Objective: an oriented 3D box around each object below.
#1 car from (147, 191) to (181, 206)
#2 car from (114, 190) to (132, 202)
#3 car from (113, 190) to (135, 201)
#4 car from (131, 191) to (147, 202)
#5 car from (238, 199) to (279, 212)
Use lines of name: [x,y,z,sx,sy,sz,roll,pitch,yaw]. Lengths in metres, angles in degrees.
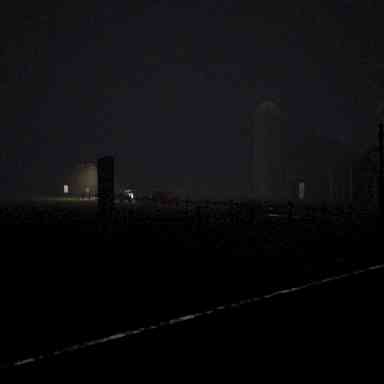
car: [-3.761,0.844,47.509,2.150,2.045,5.566,-1,1,-36]
car: [-12.920,0.745,60.387,2.097,1.767,4.553,-1,1,-36]
car: [-13.615,0.621,66.055,2.150,2.045,5.566,-1,1,-36]
car: [-8.284,0.981,58.698,2.128,1.511,4.902,-1,1,-36]
car: [6.563,1.357,33.179,1.994,1.385,4.181,-1,1,-36]
